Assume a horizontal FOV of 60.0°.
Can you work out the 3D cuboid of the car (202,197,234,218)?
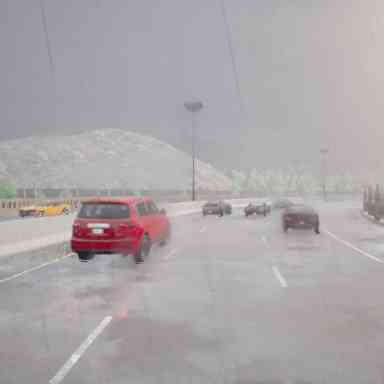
[{"bbox_3d":[2.407,1.490,30.607,2.128,1.511,4.902,0,0,20],"label":"car"}]

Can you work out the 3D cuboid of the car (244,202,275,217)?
[{"bbox_3d":[6.304,1.599,31.181,1.895,1.301,4.718,0,0,21],"label":"car"}]

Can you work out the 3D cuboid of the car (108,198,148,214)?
[{"bbox_3d":[-6.866,1.476,36.296,1.882,1.535,5.008,0,0,22],"label":"car"}]

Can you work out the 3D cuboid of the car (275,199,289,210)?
[{"bbox_3d":[11.765,1.561,42.631,1.994,1.385,4.181,0,0,29],"label":"car"}]

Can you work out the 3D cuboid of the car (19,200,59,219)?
[{"bbox_3d":[-12.922,1.477,29.406,1.882,1.535,5.008,0,0,17],"label":"car"}]

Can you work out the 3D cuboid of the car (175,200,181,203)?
[{"bbox_3d":[-2.671,1.546,37.528,2.033,1.411,5.357,0,0,23],"label":"car"}]

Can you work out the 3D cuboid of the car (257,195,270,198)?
[{"bbox_3d":[15.282,1.468,71.035,1.837,1.490,4.892,0,0,44],"label":"car"}]

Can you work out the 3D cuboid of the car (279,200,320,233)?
[{"bbox_3d":[6.376,1.476,19.842,1.882,1.535,5.008,0,0,14],"label":"car"}]

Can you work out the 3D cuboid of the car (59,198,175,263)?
[{"bbox_3d":[-2.316,1.221,12.232,2.150,2.045,5.566,0,0,8],"label":"car"}]
